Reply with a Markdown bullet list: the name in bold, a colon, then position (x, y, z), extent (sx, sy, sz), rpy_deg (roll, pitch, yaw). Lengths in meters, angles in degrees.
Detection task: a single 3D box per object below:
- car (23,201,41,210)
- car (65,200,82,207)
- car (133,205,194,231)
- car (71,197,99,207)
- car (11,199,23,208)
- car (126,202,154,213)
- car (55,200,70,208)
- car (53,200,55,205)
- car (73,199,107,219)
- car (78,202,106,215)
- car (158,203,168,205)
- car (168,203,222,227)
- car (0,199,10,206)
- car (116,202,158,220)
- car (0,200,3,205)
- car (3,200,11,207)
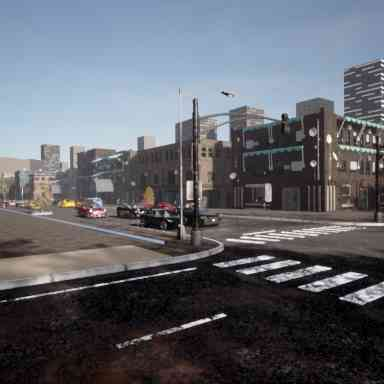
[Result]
- **car**: position (-26.735, 2.233, 56.167), extent (1.752, 1.417, 4.829), rpy_deg (-1, 0, -37)
- **car**: position (-23.443, 2.227, 65.757), extent (1.887, 1.381, 4.507), rpy_deg (-1, 0, -37)
- **car**: position (-2.042, 1.815, 22.959), extent (1.947, 1.339, 4.313), rpy_deg (-2, 0, -37)
- **car**: position (-16.952, 1.909, 52.770), extent (2.097, 1.767, 4.553), rpy_deg (-1, 0, -37)
- **car**: position (-33.469, 2.376, 65.168), extent (2.008, 1.369, 4.403), rpy_deg (-1, 0, -37)
- **car**: position (-6.863, 1.966, 43.597), extent (1.802, 1.307, 4.206), rpy_deg (-2, 0, -37)
- **car**: position (-22.966, 2.142, 60.810), extent (1.882, 1.535, 5.008), rpy_deg (-1, 0, -37)
- **car**: position (-30.075, 2.364, 74.622), extent (1.947, 1.339, 4.313), rpy_deg (-1, 0, -37)
- **car**: position (-10.260, 1.846, 34.143), extent (1.967, 1.590, 4.097), rpy_deg (-2, 0, -37)
- **car**: position (-12.513, 1.987, 41.522), extent (1.812, 1.442, 4.674), rpy_deg (-1, 0, -36)
- **car**: position (-3.548, 1.904, 39.165), extent (1.802, 1.307, 4.206), rpy_deg (-2, 0, -37)
- **car**: position (0.263, 1.783, 24.397), extent (1.994, 1.385, 4.181), rpy_deg (-1, 0, -38)
- **car**: position (-46.731, 2.597, 82.895), extent (1.887, 1.381, 4.507), rpy_deg (-1, 0, -37)
- **car**: position (-5.721, 1.825, 32.421), extent (2.128, 1.511, 4.902), rpy_deg (-1, 0, -37)
- **car**: position (-43.416, 2.547, 78.464), extent (2.008, 1.369, 4.403), rpy_deg (-1, 0, -37)
- **car**: position (-40.102, 2.380, 74.031), extent (1.967, 1.590, 4.097), rpy_deg (-1, 0, -37)
